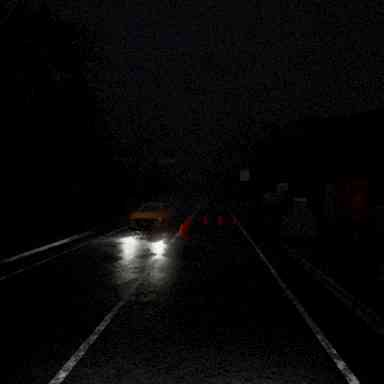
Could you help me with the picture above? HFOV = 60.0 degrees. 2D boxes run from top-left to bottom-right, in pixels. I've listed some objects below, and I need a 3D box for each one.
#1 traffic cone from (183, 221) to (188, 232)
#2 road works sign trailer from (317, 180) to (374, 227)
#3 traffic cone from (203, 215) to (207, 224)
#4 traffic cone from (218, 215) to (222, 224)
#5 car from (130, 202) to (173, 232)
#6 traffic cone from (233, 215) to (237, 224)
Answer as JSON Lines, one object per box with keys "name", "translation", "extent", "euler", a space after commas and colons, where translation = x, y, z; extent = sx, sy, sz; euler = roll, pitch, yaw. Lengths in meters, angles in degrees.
{"name": "traffic cone", "translation": [-0.495, 1.878, 16.348], "extent": [0.340, 0.580, 0.340], "euler": [0, 0, 4]}
{"name": "road works sign trailer", "translation": [7.919, 0.514, 18.569], "extent": [3.560, 2.380, 2.880], "euler": [-5, 7, -42]}
{"name": "traffic cone", "translation": [0.900, 1.853, 22.261], "extent": [0.340, 0.580, 0.340], "euler": [0, 0, 4]}
{"name": "traffic cone", "translation": [1.891, 1.858, 22.194], "extent": [0.340, 0.580, 0.340], "euler": [0, 0, 4]}
{"name": "car", "translation": [-2.302, 1.374, 19.734], "extent": [1.882, 1.535, 5.008], "euler": [0, 0, 4]}
{"name": "traffic cone", "translation": [2.864, 1.862, 22.260], "extent": [0.340, 0.580, 0.340], "euler": [0, 0, 10]}
